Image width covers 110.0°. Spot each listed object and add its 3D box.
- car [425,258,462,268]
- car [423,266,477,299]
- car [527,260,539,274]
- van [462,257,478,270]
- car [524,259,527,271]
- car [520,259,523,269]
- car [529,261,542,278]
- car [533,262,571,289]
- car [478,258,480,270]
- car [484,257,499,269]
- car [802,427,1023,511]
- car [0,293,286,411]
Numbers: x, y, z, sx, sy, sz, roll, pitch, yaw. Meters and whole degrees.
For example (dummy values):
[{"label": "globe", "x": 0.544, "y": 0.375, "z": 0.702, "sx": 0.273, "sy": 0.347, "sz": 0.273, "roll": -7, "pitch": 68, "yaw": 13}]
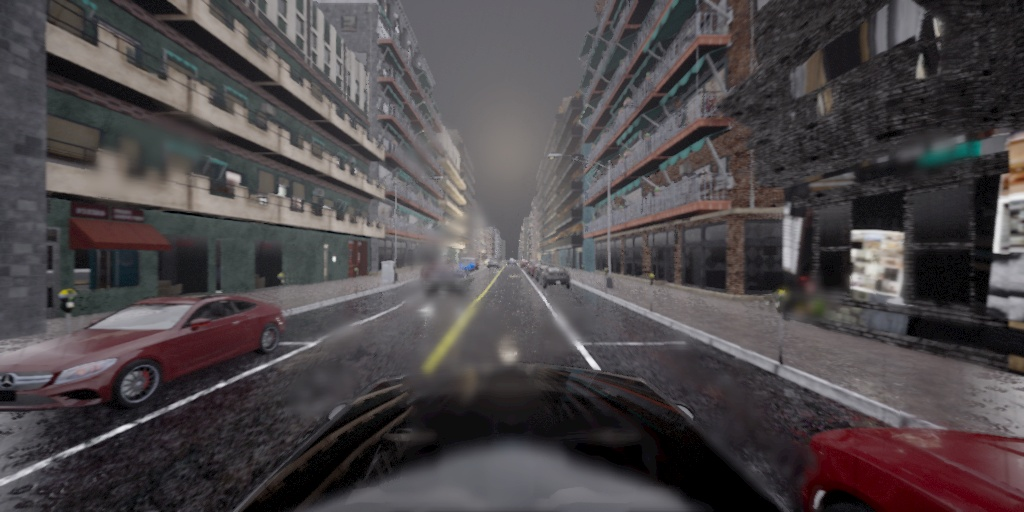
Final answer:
[{"label": "car", "x": -5.689, "y": 1.067, "z": 28.762, "sx": 2.192, "sy": 1.841, "sz": 5.009, "roll": 0, "pitch": 0, "yaw": 0}, {"label": "car", "x": -3.098, "y": 1.352, "z": 18.343, "sx": 1.895, "sy": 1.301, "sz": 4.718, "roll": 0, "pitch": 0, "yaw": 0}, {"label": "car", "x": 2.692, "y": 1.298, "z": 34.403, "sx": 1.888, "sy": 1.381, "sz": 4.507, "roll": 0, "pitch": 0, "yaw": 0}, {"label": "van", "x": -5.688, "y": 1.099, "z": 45.748, "sx": 1.690, "sy": 1.789, "sz": 3.998, "roll": 0, "pitch": 0, "yaw": 0}, {"label": "car", "x": 2.693, "y": 1.195, "z": 40.063, "sx": 1.967, "sy": 1.591, "sz": 4.097, "roll": 0, "pitch": 0, "yaw": 0}, {"label": "car", "x": 2.355, "y": 1.308, "z": 58.674, "sx": 1.812, "sy": 1.442, "sz": 4.674, "roll": 0, "pitch": 0, "yaw": 0}, {"label": "car", "x": 2.692, "y": 1.303, "z": 28.741, "sx": 2.007, "sy": 1.370, "sz": 4.403, "roll": 0, "pitch": 0, "yaw": 0}, {"label": "car", "x": 2.692, "y": 1.302, "z": 23.078, "sx": 2.007, "sy": 1.370, "sz": 4.403, "roll": 0, "pitch": 0, "yaw": 0}, {"label": "car", "x": -5.688, "y": 1.083, "z": 51.407, "sx": 2.192, "sy": 1.841, "sz": 5.009, "roll": 0, "pitch": 0, "yaw": 0}, {"label": "car", "x": -3.048, "y": 1.286, "z": 58.666, "sx": 1.837, "sy": 1.490, "sz": 4.892, "roll": 0, "pitch": 0, "yaw": 1}, {"label": "car", "x": 2.691, "y": 1.295, "z": 0.428, "sx": 1.888, "sy": 1.381, "sz": 4.507, "roll": 0, "pitch": 0, "yaw": 0}, {"label": "car", "x": -5.689, "y": 1.332, "z": 6.111, "sx": 1.802, "sy": 1.307, "sz": 4.207, "roll": 0, "pitch": 0, "yaw": 0}]
